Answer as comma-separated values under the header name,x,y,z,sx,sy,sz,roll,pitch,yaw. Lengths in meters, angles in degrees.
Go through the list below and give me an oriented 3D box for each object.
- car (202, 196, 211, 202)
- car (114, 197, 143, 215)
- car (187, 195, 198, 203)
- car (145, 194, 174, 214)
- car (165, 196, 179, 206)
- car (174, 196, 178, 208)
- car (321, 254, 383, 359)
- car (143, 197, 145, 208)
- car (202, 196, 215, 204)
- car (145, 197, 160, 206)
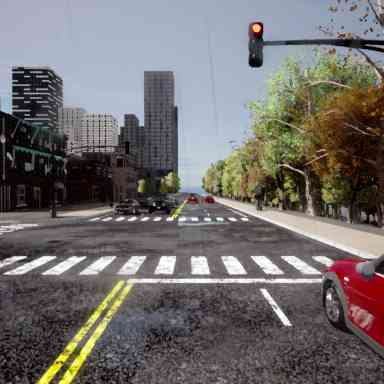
name,x,y,z,sx,sy,sz,roll,pitch,yaw
car,3.266,1.523,75.435,1.994,1.385,4.181,0,0,0
car,-6.597,1.495,34.151,1.837,1.490,4.892,0,0,0
car,0.111,1.327,65.959,2.097,1.767,4.553,0,0,0
car,-3.357,1.210,35.746,2.150,2.045,5.566,0,0,-1
car,-3.324,1.470,57.104,2.128,1.511,4.902,0,0,0
car,-3.340,1.489,46.041,1.837,1.490,4.892,0,0,0
car,3.349,1.351,4.119,2.097,1.767,4.553,0,0,0
car,-6.589,1.463,44.440,1.882,1.535,5.008,0,0,0
car,3.362,1.453,65.291,1.882,1.535,5.008,0,0,0
car,-6.576,1.543,55.498,1.994,1.385,4.181,0,0,0
